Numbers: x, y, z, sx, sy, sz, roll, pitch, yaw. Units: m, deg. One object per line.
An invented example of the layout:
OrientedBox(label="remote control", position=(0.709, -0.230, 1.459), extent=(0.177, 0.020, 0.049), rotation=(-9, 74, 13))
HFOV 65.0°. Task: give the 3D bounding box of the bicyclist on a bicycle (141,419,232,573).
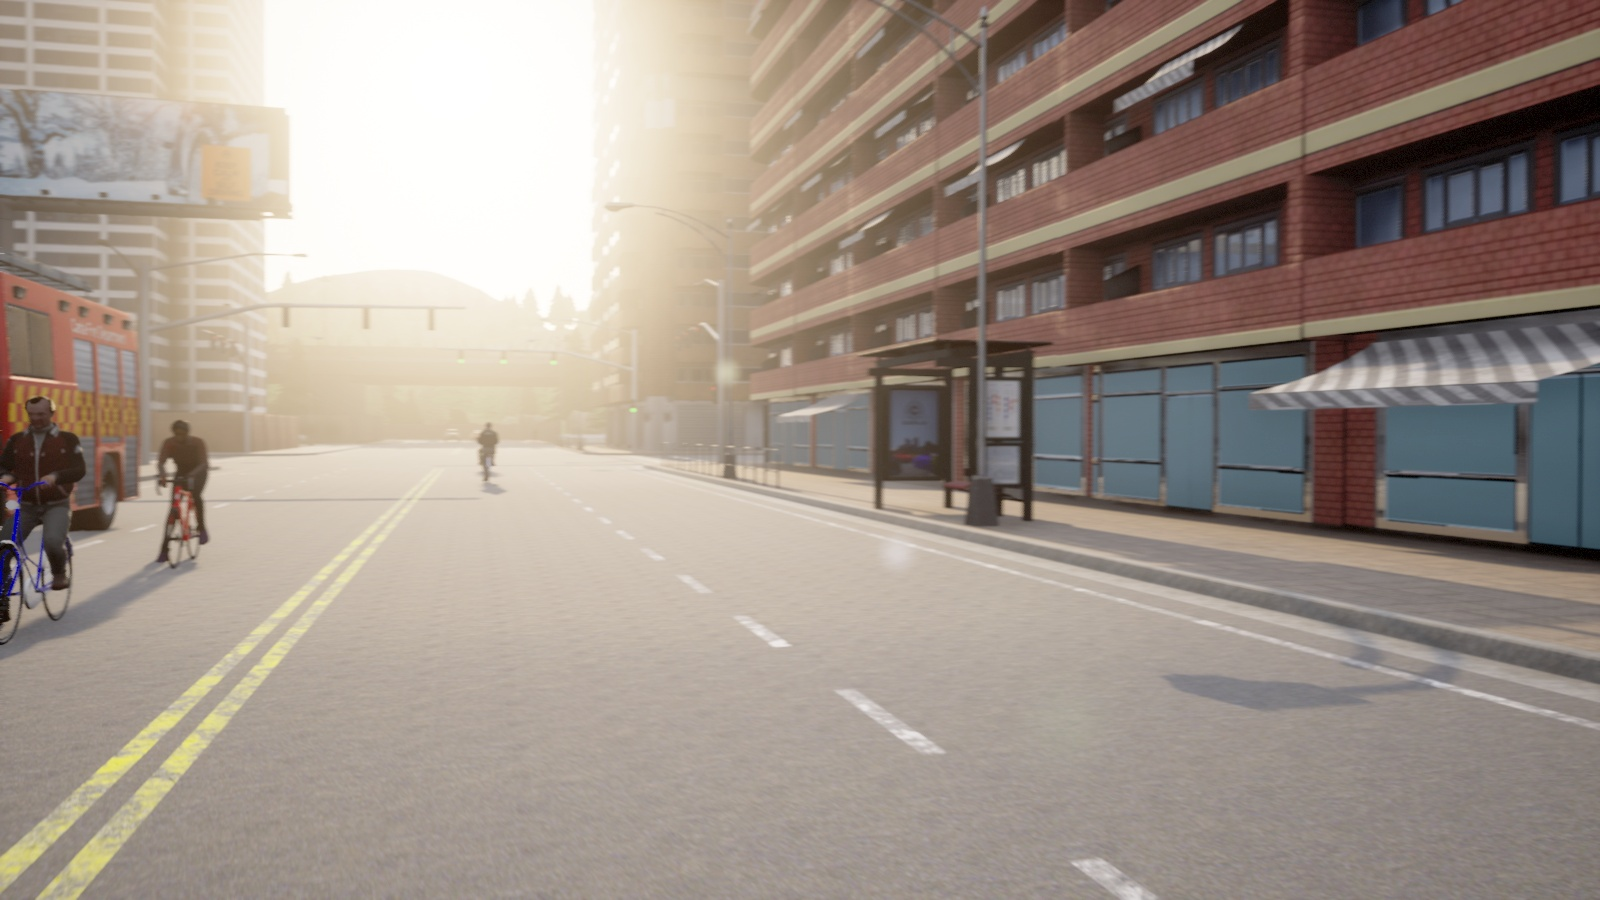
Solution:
OrientedBox(label="bicyclist on a bicycle", position=(-6.823, 0.466, 14.035), extent=(0.582, 1.620, 1.656), rotation=(0, 1, -14))

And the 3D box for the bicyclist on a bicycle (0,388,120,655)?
OrientedBox(label="bicyclist on a bicycle", position=(-5.610, 0.463, 9.211), extent=(0.659, 1.776, 1.843), rotation=(0, 1, -14))

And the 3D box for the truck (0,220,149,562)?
OrientedBox(label="truck", position=(-10.869, -0.694, 15.771), extent=(2.891, 3.827, 8.468), rotation=(0, 1, -14))
